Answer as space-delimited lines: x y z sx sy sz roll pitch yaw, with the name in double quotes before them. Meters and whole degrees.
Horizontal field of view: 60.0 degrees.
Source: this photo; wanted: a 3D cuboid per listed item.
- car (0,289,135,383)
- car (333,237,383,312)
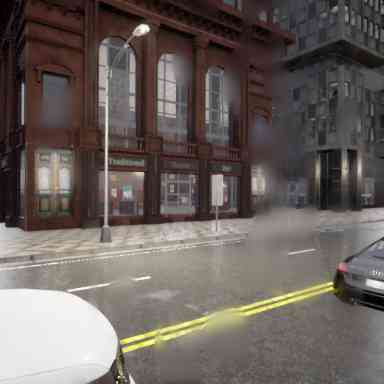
"car" -2.920 1.221 1.352 5.566 2.045 2.150 0 0 -36
"car" 4.817 1.562 6.893 4.181 1.385 1.994 0 0 -35
